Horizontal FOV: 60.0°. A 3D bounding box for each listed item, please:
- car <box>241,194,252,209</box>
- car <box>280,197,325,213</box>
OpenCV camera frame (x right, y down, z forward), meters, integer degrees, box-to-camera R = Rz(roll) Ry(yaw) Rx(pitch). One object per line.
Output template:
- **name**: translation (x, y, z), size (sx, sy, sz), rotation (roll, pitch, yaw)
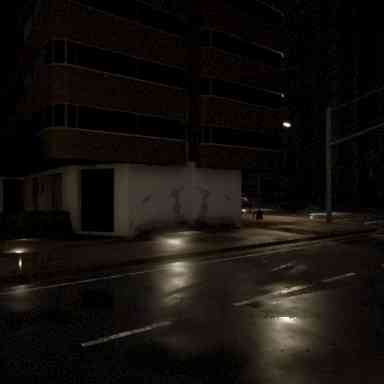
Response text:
- **car**: translation (6.121, 1.478, 45.861), size (1.882, 1.535, 5.008), rotation (0, 0, -35)
- **car**: translation (12.115, 1.526, 37.590), size (1.812, 1.442, 4.674), rotation (0, 0, -36)
